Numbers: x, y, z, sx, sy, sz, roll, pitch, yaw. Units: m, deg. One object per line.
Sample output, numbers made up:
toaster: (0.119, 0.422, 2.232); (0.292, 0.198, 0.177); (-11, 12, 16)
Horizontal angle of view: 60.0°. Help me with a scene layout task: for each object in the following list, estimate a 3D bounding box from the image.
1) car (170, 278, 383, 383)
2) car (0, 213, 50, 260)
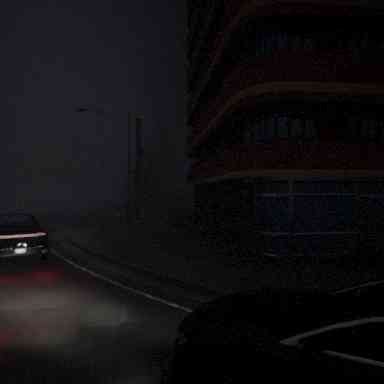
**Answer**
car: (2.016, 1.491, 2.732); (4.902, 1.511, 2.128); (0, 0, 36)
car: (-6.337, 1.492, 11.673); (2.128, 1.511, 4.902); (0, 0, -34)
